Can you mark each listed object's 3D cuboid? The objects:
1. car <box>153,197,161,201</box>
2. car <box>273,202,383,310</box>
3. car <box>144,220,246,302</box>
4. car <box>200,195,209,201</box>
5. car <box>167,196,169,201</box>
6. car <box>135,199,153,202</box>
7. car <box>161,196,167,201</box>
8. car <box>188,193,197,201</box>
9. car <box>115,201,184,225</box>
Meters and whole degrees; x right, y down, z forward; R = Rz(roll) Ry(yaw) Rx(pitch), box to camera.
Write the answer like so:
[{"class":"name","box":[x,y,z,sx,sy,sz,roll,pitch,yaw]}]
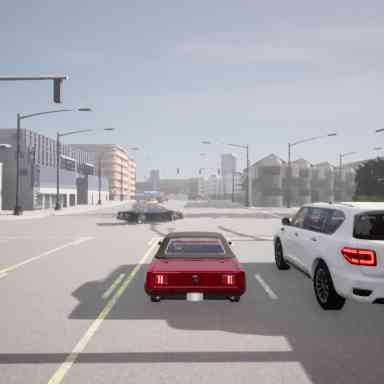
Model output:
[{"class":"car","box":[-7.059,1.887,57.458,1.882,1.535,5.008,0,0,0]},{"class":"car","box":[3.566,1.234,7.953,2.150,2.045,5.566,0,0,0]},{"class":"car","box":[0.072,1.617,8.246,1.895,1.301,4.718,0,0,0]},{"class":"car","box":[3.531,1.525,89.274,2.097,1.767,4.553,0,-1,0]},{"class":"car","box":[-6.971,1.683,85.113,2.128,1.511,4.902,0,0,0]},{"class":"car","box":[-7.077,1.856,46.035,2.128,1.511,4.902,0,0,1]},{"class":"car","box":[-6.976,1.798,69.712,1.837,1.490,4.892,0,1,0]},{"class":"car","box":[0.031,1.391,88.922,2.150,2.045,5.566,0,-1,0]},{"class":"car","box":[-3.220,1.698,25.834,5.357,1.411,2.033,1,-1,-40]}]
